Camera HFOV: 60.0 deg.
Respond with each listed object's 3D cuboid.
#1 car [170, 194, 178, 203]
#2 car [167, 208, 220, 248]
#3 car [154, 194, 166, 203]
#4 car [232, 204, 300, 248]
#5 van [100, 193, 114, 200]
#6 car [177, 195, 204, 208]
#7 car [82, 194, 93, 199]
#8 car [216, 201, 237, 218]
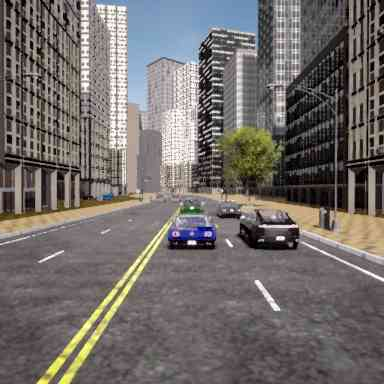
[{"bbox_3d":[-3.259,1.284,68.100,2.097,1.767,4.553,0,0,0],"label":"car"},{"bbox_3d":[0.000,1.609,14.681,1.895,1.301,4.718,0,0,0],"label":"car"},{"bbox_3d":[-6.503,1.298,68.083,2.097,1.767,4.553,0,0,0],"label":"car"},{"bbox_3d":[3.250,1.488,14.652,2.128,1.511,4.902,0,0,0],"label":"car"},{"bbox_3d":[-22.651,1.079,87.498,3.998,1.788,1.690,0,0,1],"label":"van"},{"bbox_3d":[0.000,1.349,29.622,2.097,1.767,4.553,0,0,0],"label":"car"},{"bbox_3d":[-28.190,1.257,87.545,4.507,1.381,1.887,0,0,1],"label":"car"},{"bbox_3d":[3.250,1.546,29.653,2.033,1.411,5.357,0,0,0],"label":"car"}]
